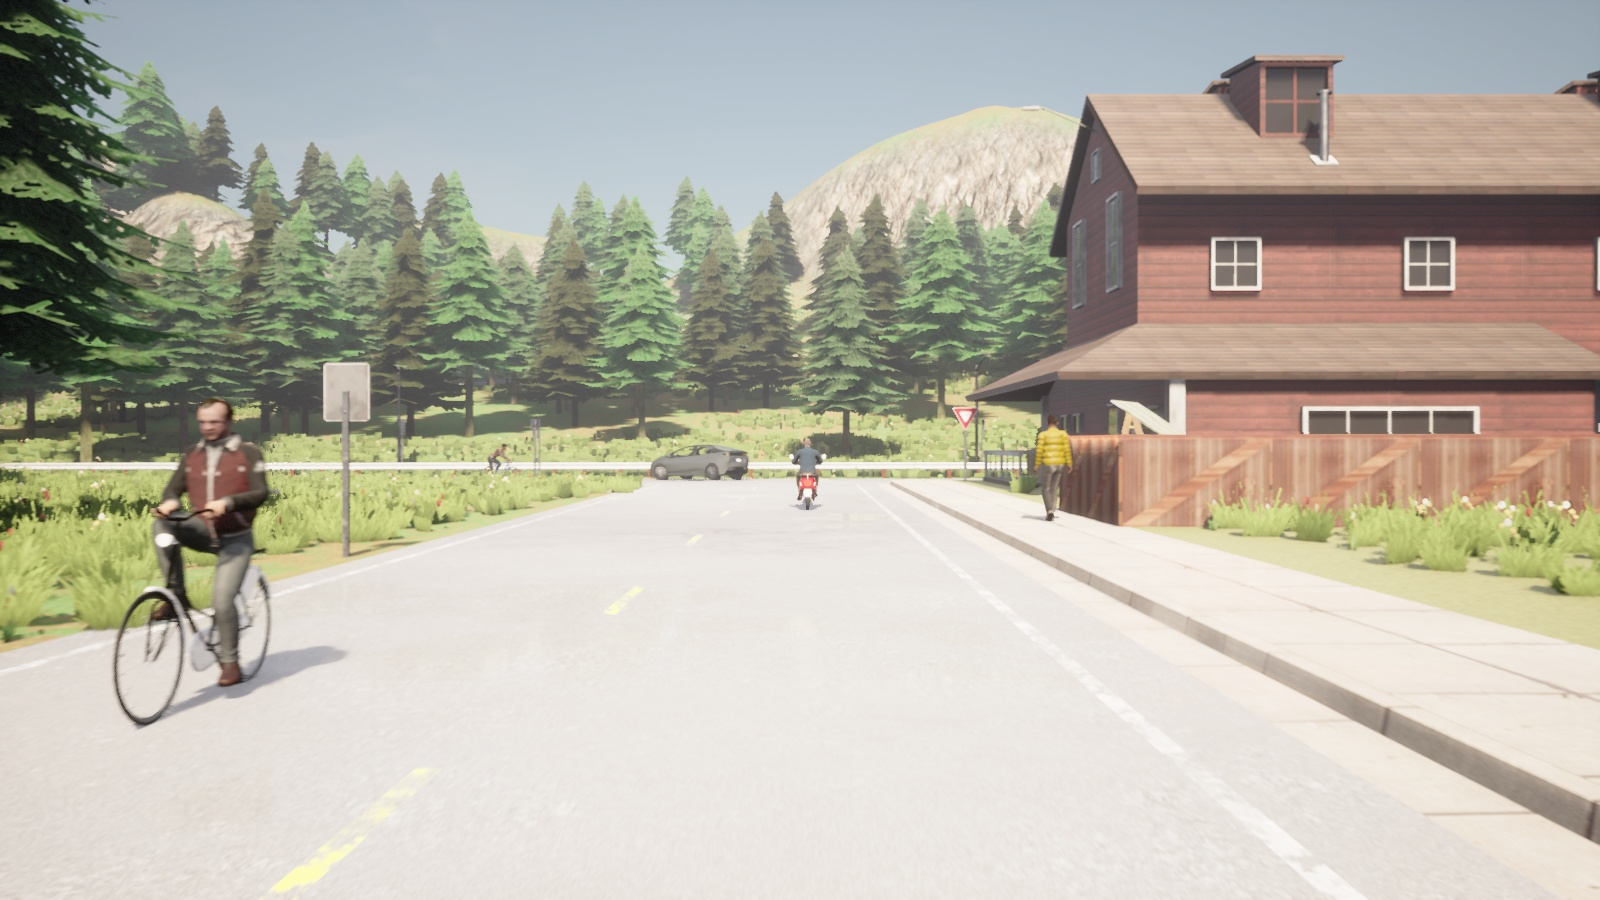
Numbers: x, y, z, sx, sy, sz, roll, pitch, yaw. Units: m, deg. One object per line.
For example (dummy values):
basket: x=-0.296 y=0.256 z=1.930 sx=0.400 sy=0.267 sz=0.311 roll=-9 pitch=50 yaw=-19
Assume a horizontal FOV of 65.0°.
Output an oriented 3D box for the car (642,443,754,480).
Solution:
car: x=-4.397 y=0.500 z=53.822 sx=4.514 sy=1.525 sz=2.007 roll=-1 pitch=-1 yaw=34

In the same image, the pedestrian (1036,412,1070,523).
pedestrian: x=4.273 y=0.286 z=21.211 sx=0.431 sy=1.840 sz=0.709 roll=0 pitch=0 yaw=0

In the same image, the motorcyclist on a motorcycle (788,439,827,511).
motorcyclist on a motorcycle: x=0.176 y=0.539 z=28.644 sx=0.866 sy=1.590 sz=1.817 roll=0 pitch=0 yaw=0

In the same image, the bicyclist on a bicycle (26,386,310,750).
bicyclist on a bicycle: x=-3.445 y=0.575 z=7.049 sx=0.659 sy=1.776 sz=1.843 roll=0 pitch=0 yaw=0
